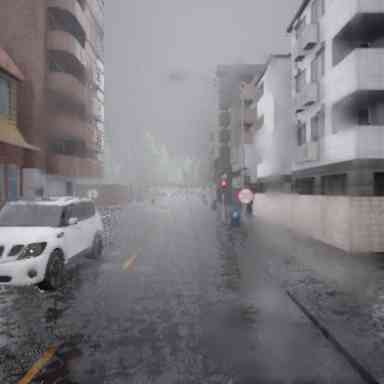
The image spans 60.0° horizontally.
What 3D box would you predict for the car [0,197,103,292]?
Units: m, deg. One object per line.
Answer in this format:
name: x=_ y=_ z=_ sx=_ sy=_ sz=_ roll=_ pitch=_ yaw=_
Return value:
car: x=-4.099 y=1.191 z=9.216 sx=2.150 sy=2.045 sz=5.566 roll=0 pitch=0 yaw=0
